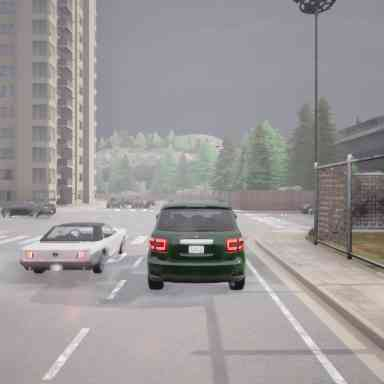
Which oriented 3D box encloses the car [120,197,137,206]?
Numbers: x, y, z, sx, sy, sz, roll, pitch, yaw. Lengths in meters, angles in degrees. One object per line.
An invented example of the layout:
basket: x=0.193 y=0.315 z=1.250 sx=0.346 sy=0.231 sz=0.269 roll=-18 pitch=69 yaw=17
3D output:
car: x=-10.624 y=1.547 z=55.927 sx=2.033 sy=1.411 sz=5.357 roll=0 pitch=0 yaw=-3

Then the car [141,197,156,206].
car: x=-7.137 y=1.547 z=55.279 sx=2.033 sy=1.411 sz=5.357 roll=0 pitch=0 yaw=-2

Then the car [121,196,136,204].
car: x=-12.748 y=1.547 z=66.672 sx=2.033 sy=1.411 sz=5.357 roll=0 pitch=0 yaw=-21

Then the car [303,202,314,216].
car: x=12.973 y=1.547 z=29.738 sx=4.902 sy=1.511 sz=2.128 roll=0 pitch=0 yaw=0

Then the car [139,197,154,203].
car: x=-9.355 y=1.601 z=67.697 sx=1.895 sy=1.301 sz=4.718 roll=0 pitch=0 yaw=-21

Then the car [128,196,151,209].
car: x=-7.009 y=1.352 z=45.805 sx=2.097 sy=1.767 sz=4.553 roll=0 pitch=0 yaw=0

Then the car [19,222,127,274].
car: x=-3.378 y=1.601 z=10.536 sx=1.895 sy=1.301 sz=4.718 roll=0 pitch=0 yaw=0

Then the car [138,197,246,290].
car: x=0.122 y=1.221 z=9.214 sx=2.150 sy=2.045 sz=5.566 roll=0 pitch=0 yaw=1

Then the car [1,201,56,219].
car: x=-14.443 y=1.509 z=29.318 sx=4.902 sy=1.511 sz=2.128 roll=-1 pitch=0 yaw=15

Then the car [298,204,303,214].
car: x=13.020 y=1.407 z=33.236 sx=4.553 sy=1.767 sz=2.097 roll=0 pitch=0 yaw=0

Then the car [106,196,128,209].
car: x=-10.505 y=1.505 z=46.189 sx=1.837 sy=1.490 sz=4.892 roll=0 pitch=0 yaw=0
